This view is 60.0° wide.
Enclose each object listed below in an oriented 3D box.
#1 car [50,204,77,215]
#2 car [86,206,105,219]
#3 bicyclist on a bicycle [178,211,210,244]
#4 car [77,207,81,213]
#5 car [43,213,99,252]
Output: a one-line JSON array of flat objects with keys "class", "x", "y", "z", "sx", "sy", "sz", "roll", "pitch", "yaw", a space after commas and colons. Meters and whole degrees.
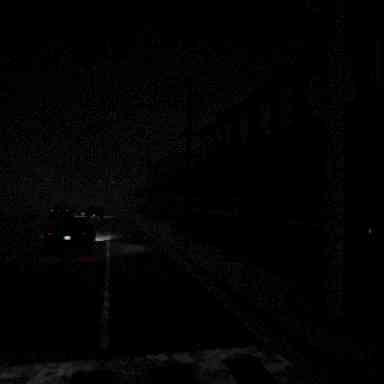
[{"class": "car", "x": -14.803, "y": 2.141, "z": 38.040, "sx": 2.097, "sy": 1.767, "sz": 4.553, "roll": 2, "pitch": -2, "yaw": -13}, {"class": "car", "x": -11.537, "y": 2.400, "z": 39.596, "sx": 1.837, "sy": 1.490, "sz": 4.892, "roll": 2, "pitch": -2, "yaw": -14}, {"class": "bicyclist on a bicycle", "x": 0.117, "y": 1.779, "z": 16.499, "sx": 1.656, "sy": 1.620, "sz": 0.582, "roll": 1, "pitch": -2, "yaw": -14}, {"class": "car", "x": -17.393, "y": 2.592, "z": 48.363, "sx": 1.994, "sy": 1.385, "sz": 4.181, "roll": 2, "pitch": -2, "yaw": -13}, {"class": "car", "x": -5.622, "y": 1.904, "z": 15.643, "sx": 1.994, "sy": 1.385, "sz": 4.181, "roll": 2, "pitch": -2, "yaw": -14}]
